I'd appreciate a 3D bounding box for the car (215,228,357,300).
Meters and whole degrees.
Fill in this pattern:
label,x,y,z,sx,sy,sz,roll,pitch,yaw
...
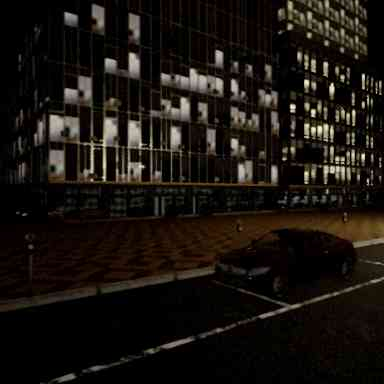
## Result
label,x,y,z,sx,sy,sz,roll,pitch,yaw
car,2.508,1.585,8.348,4.206,1.307,1.802,0,0,-35
